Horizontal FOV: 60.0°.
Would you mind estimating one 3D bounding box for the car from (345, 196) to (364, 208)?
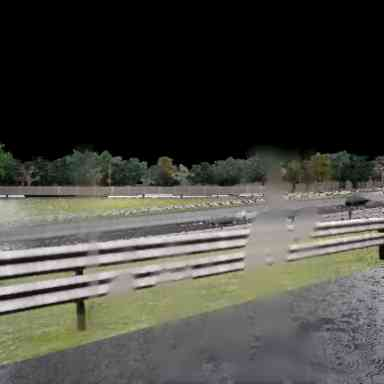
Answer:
[{"bbox_3d":[31.764,1.783,63.619,5.566,2.045,2.150,-4,2,-27],"label":"car"}]

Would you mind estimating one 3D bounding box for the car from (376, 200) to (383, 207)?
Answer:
[{"bbox_3d":[34.949,2.153,57.388,5.357,1.411,2.033,-4,2,-27],"label":"car"}]

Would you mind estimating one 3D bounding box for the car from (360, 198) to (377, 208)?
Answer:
[{"bbox_3d":[33.345,2.146,60.499,4.181,1.385,1.994,-4,2,-27],"label":"car"}]

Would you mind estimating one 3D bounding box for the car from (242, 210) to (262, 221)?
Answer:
[{"bbox_3d":[8.680,3.519,51.704,4.674,1.442,1.812,-4,2,-27],"label":"car"}]

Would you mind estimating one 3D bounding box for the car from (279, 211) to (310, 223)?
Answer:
[{"bbox_3d":[14.565,3.373,46.864,4.892,1.490,1.837,-4,2,-27],"label":"car"}]

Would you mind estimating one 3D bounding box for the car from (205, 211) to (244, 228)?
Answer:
[{"bbox_3d":[4.097,3.883,45.399,4.902,1.511,2.128,-4,2,-27],"label":"car"}]
